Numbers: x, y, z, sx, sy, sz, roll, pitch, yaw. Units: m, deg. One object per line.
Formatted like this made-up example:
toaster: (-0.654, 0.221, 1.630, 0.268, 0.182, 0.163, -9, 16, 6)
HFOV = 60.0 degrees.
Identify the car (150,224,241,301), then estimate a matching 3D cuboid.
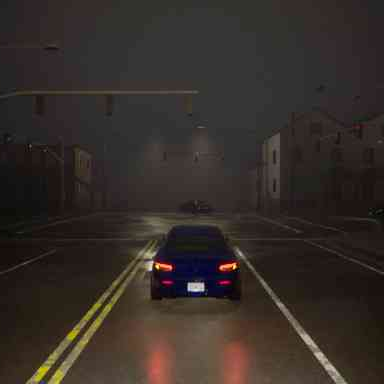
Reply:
car: (0.087, 1.526, 8.219, 1.812, 1.442, 4.674, 0, 0, 0)

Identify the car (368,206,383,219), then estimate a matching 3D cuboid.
car: (17.315, 1.526, 27.982, 4.674, 1.442, 1.812, 0, 0, -1)

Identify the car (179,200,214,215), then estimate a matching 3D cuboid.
car: (0.352, 1.520, 33.267, 2.033, 1.411, 5.357, 0, 0, -23)
